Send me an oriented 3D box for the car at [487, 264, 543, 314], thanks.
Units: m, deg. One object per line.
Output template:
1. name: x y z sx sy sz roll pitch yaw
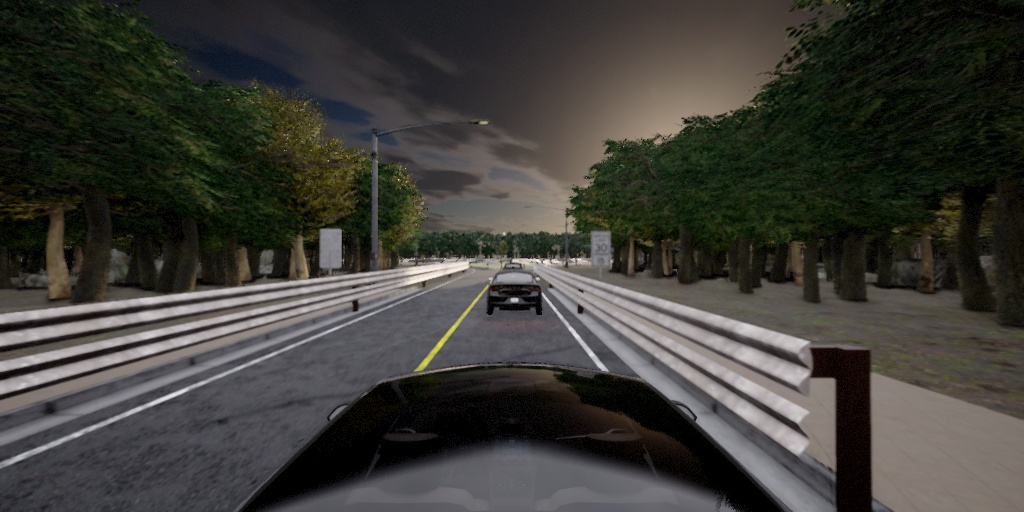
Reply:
1. car: 0.090 1.249 13.855 1.882 1.535 5.008 0 0 0
